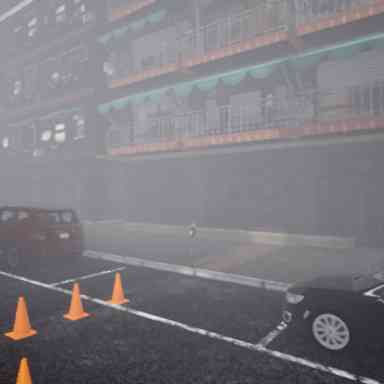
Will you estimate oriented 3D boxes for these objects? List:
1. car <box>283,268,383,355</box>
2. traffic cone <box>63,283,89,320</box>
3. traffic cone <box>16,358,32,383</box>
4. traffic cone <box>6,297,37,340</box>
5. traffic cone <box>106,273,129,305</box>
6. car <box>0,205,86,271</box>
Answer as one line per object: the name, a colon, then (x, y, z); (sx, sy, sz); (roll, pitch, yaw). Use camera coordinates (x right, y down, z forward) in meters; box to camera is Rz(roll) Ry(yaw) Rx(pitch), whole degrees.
car: (3.470, 1.589, 4.508); (4.403, 1.369, 2.008); (0, -1, 36)
traffic cone: (-2.137, 1.986, 6.135); (0.340, 0.580, 0.340); (0, 0, 36)
traffic cone: (-1.689, 1.972, 3.342); (0.340, 0.580, 0.340); (0, 0, 36)
traffic cone: (-2.724, 1.980, 5.325); (0.340, 0.580, 0.340); (0, 0, 36)
traffic cone: (-1.551, 1.993, 6.945); (0.340, 0.580, 0.340); (0, 0, 36)
car: (-5.662, 1.364, 11.118); (5.009, 1.841, 2.192); (0, -1, 36)
